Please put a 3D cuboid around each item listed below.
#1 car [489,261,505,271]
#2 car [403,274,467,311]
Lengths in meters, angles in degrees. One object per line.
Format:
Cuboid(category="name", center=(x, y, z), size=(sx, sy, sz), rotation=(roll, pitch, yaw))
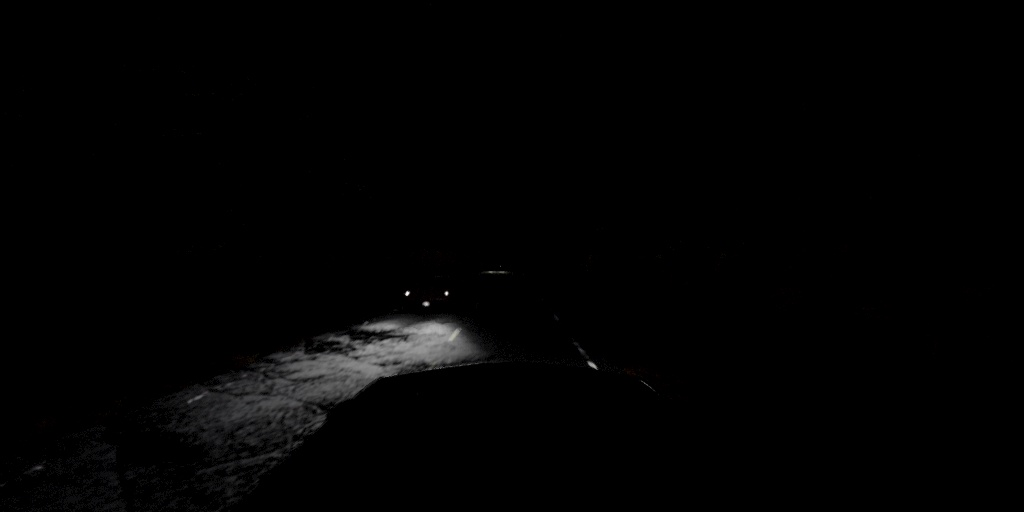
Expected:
Cuboid(category="car", center=(-2.423, 1.538, 57.444), size=(2.097, 1.767, 4.553), rotation=(0, 0, 5))
Cuboid(category="car", center=(-3.104, 1.463, 15.248), size=(1.895, 1.301, 4.718), rotation=(0, 0, 0))
